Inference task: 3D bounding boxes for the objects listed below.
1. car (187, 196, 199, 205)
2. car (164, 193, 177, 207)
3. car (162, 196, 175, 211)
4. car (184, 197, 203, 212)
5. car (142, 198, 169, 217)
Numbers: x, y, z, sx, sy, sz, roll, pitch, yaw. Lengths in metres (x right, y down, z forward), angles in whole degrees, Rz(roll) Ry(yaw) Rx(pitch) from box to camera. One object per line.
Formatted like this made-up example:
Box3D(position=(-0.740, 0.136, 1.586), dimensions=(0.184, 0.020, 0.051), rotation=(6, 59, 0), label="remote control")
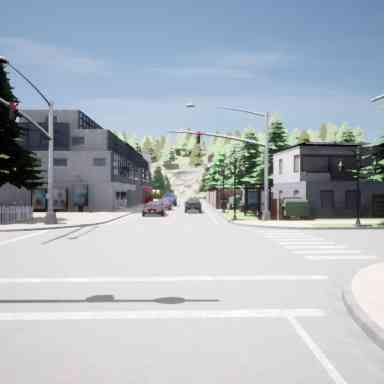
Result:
Box3D(position=(0.187, 1.548, 61.910), dimensions=(2.033, 1.411, 5.357), rotation=(0, 0, 0), label="car")
Box3D(position=(-3.519, 1.221, 52.455), dimensions=(2.150, 2.045, 5.566), rotation=(0, 0, 0), label="car")
Box3D(position=(-3.535, 1.526, 41.828), dimensions=(1.812, 1.442, 4.674), rotation=(0, 0, 0), label="car")
Box3D(position=(0.127, 1.505, 38.083), dimensions=(1.837, 1.490, 4.892), rotation=(0, 0, 0), label="car")
Box3D(position=(-3.552, 1.564, 31.674), dimensions=(1.994, 1.385, 4.181), rotation=(0, 0, 0), label="car")
